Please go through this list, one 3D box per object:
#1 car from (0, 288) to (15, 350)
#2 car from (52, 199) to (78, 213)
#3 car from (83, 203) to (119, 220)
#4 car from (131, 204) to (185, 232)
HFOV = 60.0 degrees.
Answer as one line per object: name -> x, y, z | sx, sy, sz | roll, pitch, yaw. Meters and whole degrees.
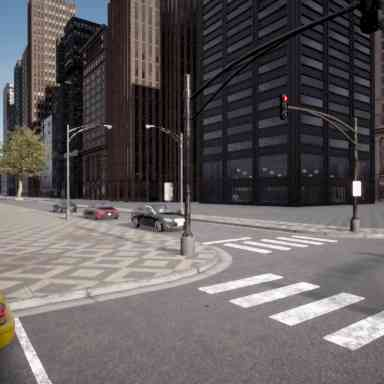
car -> -4.573, 1.525, 3.389 | 4.829, 1.417, 1.752 | 0, 0, -36
car -> -14.479, 1.600, 37.812 | 1.837, 1.490, 4.892 | 0, 0, -36
car -> -7.829, 1.630, 28.560 | 1.994, 1.385, 4.181 | 0, 0, -35
car -> -2.078, 1.534, 20.561 | 2.128, 1.511, 4.902 | 0, 0, -36
